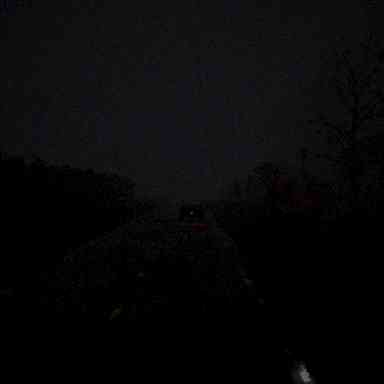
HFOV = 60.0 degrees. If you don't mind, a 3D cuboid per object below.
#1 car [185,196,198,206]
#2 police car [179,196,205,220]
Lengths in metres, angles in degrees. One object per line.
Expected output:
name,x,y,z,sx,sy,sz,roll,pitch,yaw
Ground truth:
car,-0.033,1.359,53.097,2.033,1.411,5.357,0,0,0
police car,0.005,1.310,26.872,1.930,1.638,5.238,0,0,1
